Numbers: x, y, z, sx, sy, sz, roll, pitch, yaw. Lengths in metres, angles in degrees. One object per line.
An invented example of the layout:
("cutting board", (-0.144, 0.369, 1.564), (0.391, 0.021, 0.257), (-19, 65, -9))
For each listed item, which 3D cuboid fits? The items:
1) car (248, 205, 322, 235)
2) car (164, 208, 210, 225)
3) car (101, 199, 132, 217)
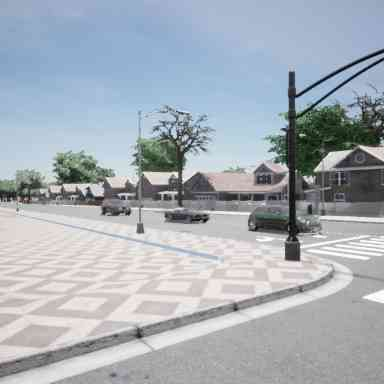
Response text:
("car", (5.654, 1.596, 20.660), (2.097, 1.767, 4.553), (0, -1, -37))
("car", (-0.482, 2.046, 29.091), (1.895, 1.301, 4.718), (0, -1, -36))
("car", (-9.597, 1.961, 41.731), (2.150, 2.045, 5.566), (0, 0, -36))
